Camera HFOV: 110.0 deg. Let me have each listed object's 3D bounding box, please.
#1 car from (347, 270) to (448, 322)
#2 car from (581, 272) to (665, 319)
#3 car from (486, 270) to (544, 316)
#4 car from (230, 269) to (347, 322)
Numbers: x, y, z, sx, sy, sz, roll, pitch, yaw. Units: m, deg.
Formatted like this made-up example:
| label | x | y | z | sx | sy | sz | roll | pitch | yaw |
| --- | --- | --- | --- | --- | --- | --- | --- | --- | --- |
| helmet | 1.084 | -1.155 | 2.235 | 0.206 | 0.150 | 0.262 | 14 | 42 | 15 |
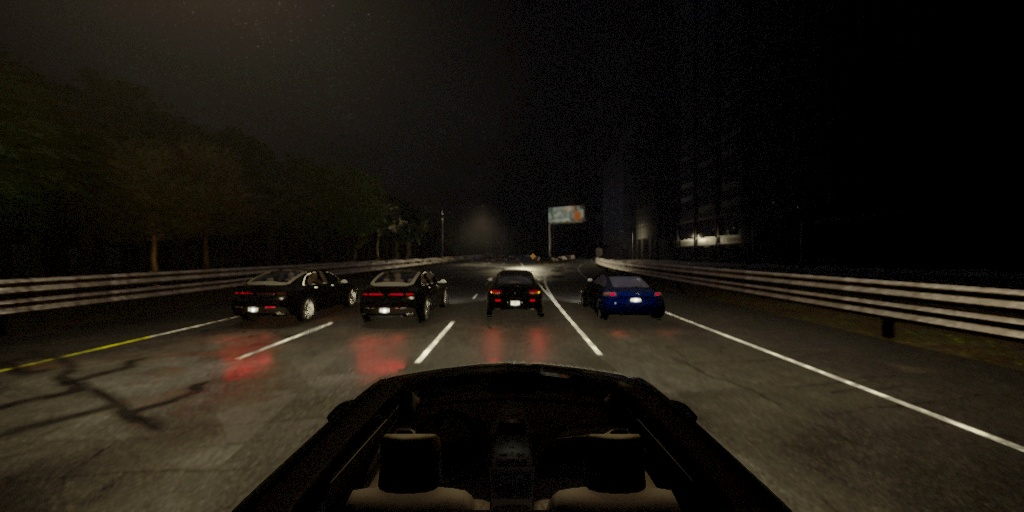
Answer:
| label | x | y | z | sx | sy | sz | roll | pitch | yaw |
| --- | --- | --- | --- | --- | --- | --- | --- | --- | --- |
| car | -3.402 | 1.193 | 12.016 | 1.837 | 1.490 | 4.892 | 0 | 0 | 0 |
| car | 3.663 | 1.250 | 12.496 | 1.994 | 1.385 | 4.181 | 0 | 0 | 1 |
| car | 0.095 | 1.209 | 12.884 | 1.812 | 1.442 | 4.674 | 0 | 0 | 0 |
| car | -6.896 | 1.182 | 11.989 | 1.837 | 1.490 | 4.892 | 1 | 0 | 0 |
